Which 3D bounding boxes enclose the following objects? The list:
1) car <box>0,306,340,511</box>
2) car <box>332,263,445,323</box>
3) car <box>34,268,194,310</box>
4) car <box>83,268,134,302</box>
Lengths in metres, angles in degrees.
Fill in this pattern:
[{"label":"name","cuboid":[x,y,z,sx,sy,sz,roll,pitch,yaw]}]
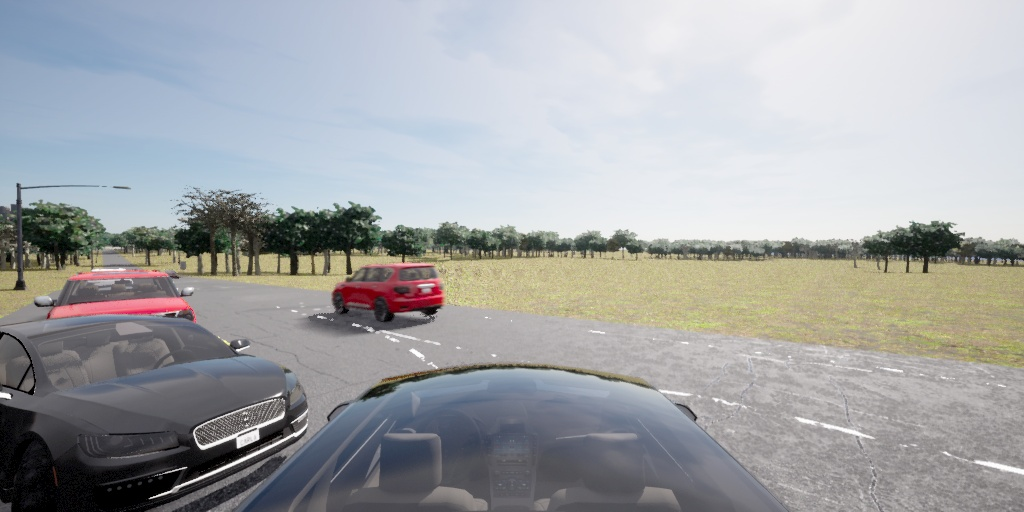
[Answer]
[{"label":"car","cuboid":[-4.540,1.445,3.996,4.892,1.490,1.837,-3,-3,21]},{"label":"car","cuboid":[-4.952,1.322,14.057,5.566,2.045,2.150,-1,0,41]},{"label":"car","cuboid":[-9.426,1.384,8.668,5.566,2.045,2.150,-2,0,41]},{"label":"car","cuboid":[-27.924,1.886,24.854,5.566,2.045,2.150,-2,0,41]}]
